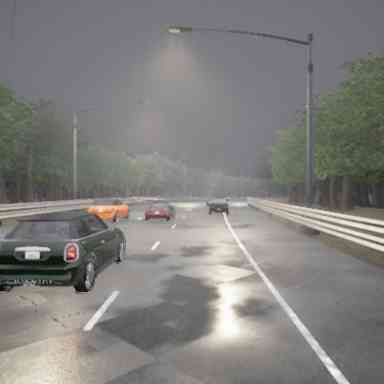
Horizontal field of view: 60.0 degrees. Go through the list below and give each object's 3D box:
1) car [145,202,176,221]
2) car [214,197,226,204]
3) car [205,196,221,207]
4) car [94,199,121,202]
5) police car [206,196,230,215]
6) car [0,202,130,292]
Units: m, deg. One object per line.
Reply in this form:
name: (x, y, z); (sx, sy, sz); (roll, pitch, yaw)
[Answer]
car: (-2.434, 1.472, 26.354); (1.994, 1.385, 4.181); (0, 0, 4)
car: (5.469, 1.625, 65.495); (1.994, 1.385, 4.181); (0, -1, 10)
car: (3.250, 1.394, 50.766); (2.128, 1.511, 4.902); (0, 0, 8)
car: (-6.049, 1.264, 24.651); (2.097, 1.767, 4.553); (0, 0, 4)
police car: (2.622, 1.316, 32.414); (1.930, 1.638, 5.238); (0, 0, 5)
car: (-3.236, 1.313, 8.974); (2.097, 1.767, 4.553); (0, 0, 1)
